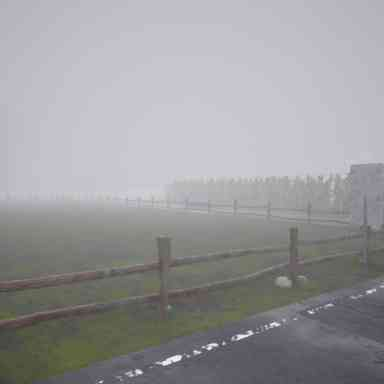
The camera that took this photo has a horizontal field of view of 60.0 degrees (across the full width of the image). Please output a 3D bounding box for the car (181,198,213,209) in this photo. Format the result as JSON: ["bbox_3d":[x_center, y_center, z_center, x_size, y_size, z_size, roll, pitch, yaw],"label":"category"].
[{"bbox_3d":[0.543,1.432,41.764,1.895,1.301,4.718,1,0,-35],"label":"car"}]
